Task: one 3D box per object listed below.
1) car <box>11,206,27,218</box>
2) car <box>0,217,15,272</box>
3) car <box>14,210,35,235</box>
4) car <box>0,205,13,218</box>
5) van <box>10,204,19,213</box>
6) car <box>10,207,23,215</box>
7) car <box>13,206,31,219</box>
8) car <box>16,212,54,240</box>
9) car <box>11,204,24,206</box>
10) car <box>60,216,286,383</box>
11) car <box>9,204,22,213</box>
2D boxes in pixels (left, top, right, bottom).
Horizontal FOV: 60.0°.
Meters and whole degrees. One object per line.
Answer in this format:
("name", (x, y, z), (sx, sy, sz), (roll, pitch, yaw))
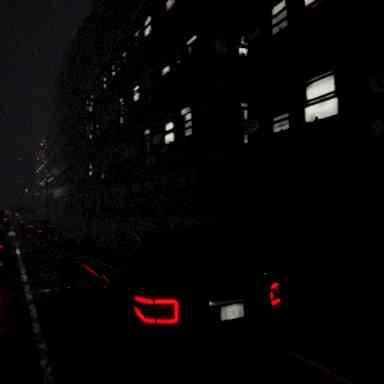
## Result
("car", (-26.037, 2.960, 49.914), (1.967, 1.590, 4.097), (3, -3, -29))
("car", (-7.368, 1.833, 11.571), (1.837, 1.490, 4.892), (2, -2, -29))
("car", (-12.498, 2.328, 25.806), (1.887, 1.381, 4.507), (3, -3, -29))
("car", (-15.376, 2.101, 25.878), (2.097, 1.767, 4.553), (2, -2, -29))
("van", (-39.547, 3.645, 74.037), (1.690, 1.788, 3.998), (3, -3, -29))
("car", (-31.446, 3.409, 59.555), (1.802, 1.307, 4.206), (3, -3, -29))
("car", (-15.190, 2.369, 30.639), (1.967, 1.590, 4.097), (3, -3, -29))
("car", (-9.796, 2.185, 20.983), (1.887, 1.381, 4.507), (3, -3, -29))
("car", (-20.627, 2.535, 40.272), (2.192, 1.841, 5.009), (3, -3, -29))
("car", (-0.876, 1.438, 5.889), (2.150, 2.045, 5.566), (2, -2, -29))
("car", (-36.843, 3.459, 69.215), (2.192, 1.841, 5.009), (3, -3, -29))
